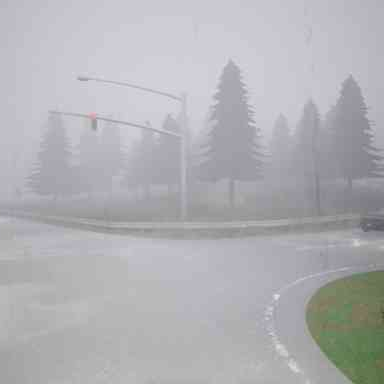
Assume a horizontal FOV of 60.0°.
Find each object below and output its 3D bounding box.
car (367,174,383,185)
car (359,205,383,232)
[{"bbox_3d":[28.162,-2.127,51.084,2.150,2.045,5.566,0,5,25],"label":"car"},{"bbox_3d":[10.931,1.226,17.273,5.008,1.535,1.882,-3,1,-24],"label":"car"}]
